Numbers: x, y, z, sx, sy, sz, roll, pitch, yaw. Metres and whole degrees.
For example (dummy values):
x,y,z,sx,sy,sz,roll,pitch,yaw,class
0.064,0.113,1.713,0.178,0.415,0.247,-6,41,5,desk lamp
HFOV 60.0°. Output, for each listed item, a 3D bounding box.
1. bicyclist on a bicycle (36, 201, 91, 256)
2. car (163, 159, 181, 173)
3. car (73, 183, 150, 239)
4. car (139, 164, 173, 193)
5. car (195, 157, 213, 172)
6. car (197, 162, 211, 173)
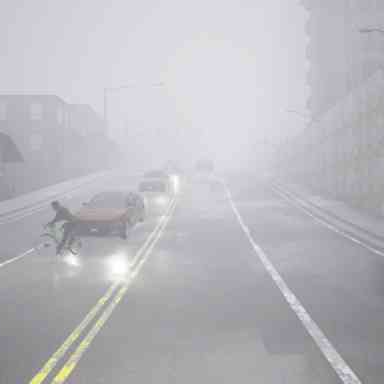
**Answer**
x,y,z,sx,sy,sz,roll,pitch,yaw,class
-3.750,1.080,9.626,1.656,1.620,0.582,-2,4,2,bicyclist on a bicycle
-2.264,-3.063,38.320,2.128,1.511,4.902,0,7,2,car
-3.168,0.728,13.507,1.882,1.535,5.008,0,6,2,car
-2.755,-0.913,24.807,1.837,1.490,4.892,0,10,2,car
1.472,-3.391,39.899,2.097,1.767,4.553,0,6,2,car
1.788,-3.621,49.835,1.895,1.301,4.718,0,0,2,car
